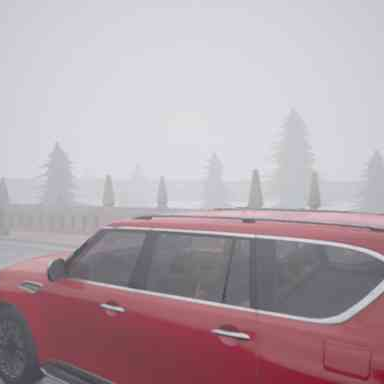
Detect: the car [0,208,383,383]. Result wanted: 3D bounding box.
[{"bbox_3d":[-0.035,1.210,3.708,5.566,2.045,2.150,0,0,33],"label":"car"}]
